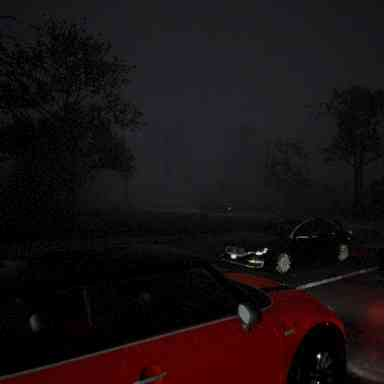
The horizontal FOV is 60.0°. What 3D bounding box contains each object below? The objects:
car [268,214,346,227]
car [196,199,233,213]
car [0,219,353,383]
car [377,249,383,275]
[{"bbox_3d":[3.121,1.505,10.456,4.892,1.490,1.837,0,0,-35],"label":"car"},{"bbox_3d":[2.489,1.526,38.070,1.837,1.490,4.892,0,0,-42],"label":"car"},{"bbox_3d":[-0.418,1.352,3.421,4.553,1.767,2.097,0,0,-35],"label":"car"},{"bbox_3d":[6.788,1.601,8.550,4.718,1.301,1.895,0,0,-36],"label":"car"}]
